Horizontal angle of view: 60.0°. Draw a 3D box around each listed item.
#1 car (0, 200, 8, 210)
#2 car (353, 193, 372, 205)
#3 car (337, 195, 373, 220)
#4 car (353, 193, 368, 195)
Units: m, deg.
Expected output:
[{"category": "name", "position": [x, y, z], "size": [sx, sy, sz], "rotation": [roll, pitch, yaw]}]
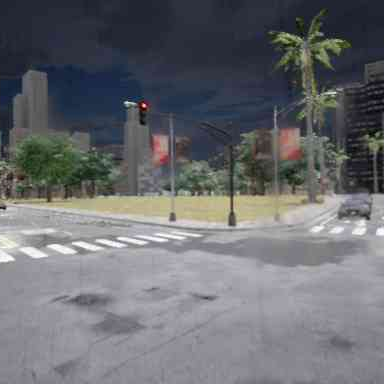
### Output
[{"category": "car", "position": [-26.386, 1.775, 45.083], "size": [1.994, 1.385, 4.181], "rotation": [-1, 0, -39]}, {"category": "car", "position": [20.999, 0.809, 41.086], "size": [1.994, 1.385, 4.181], "rotation": [-1, 1, 27]}, {"category": "car", "position": [11.618, 1.159, 23.754], "size": [1.994, 1.385, 4.181], "rotation": [-1, 1, 29]}, {"category": "car", "position": [16.328, 0.915, 32.222], "size": [2.128, 1.511, 4.902], "rotation": [-1, 1, 29]}]
